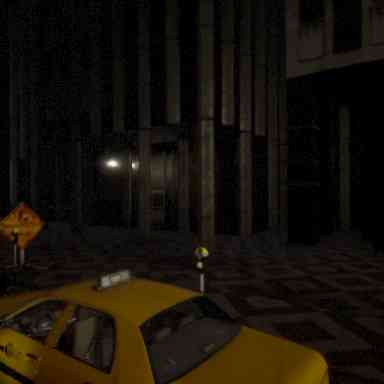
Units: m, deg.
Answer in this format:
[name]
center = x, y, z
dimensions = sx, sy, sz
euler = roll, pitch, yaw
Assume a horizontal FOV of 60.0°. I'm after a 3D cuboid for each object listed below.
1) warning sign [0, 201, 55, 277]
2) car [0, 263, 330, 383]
[warning sign]
center = -4.660, 1.199, 9.116
dimensions = 1.060, 1.860, 1.300
euler = 0, 0, 35
[car]
center = -1.044, 1.552, 3.704
dimensions = 4.829, 1.417, 1.752
euler = -1, 0, 35
